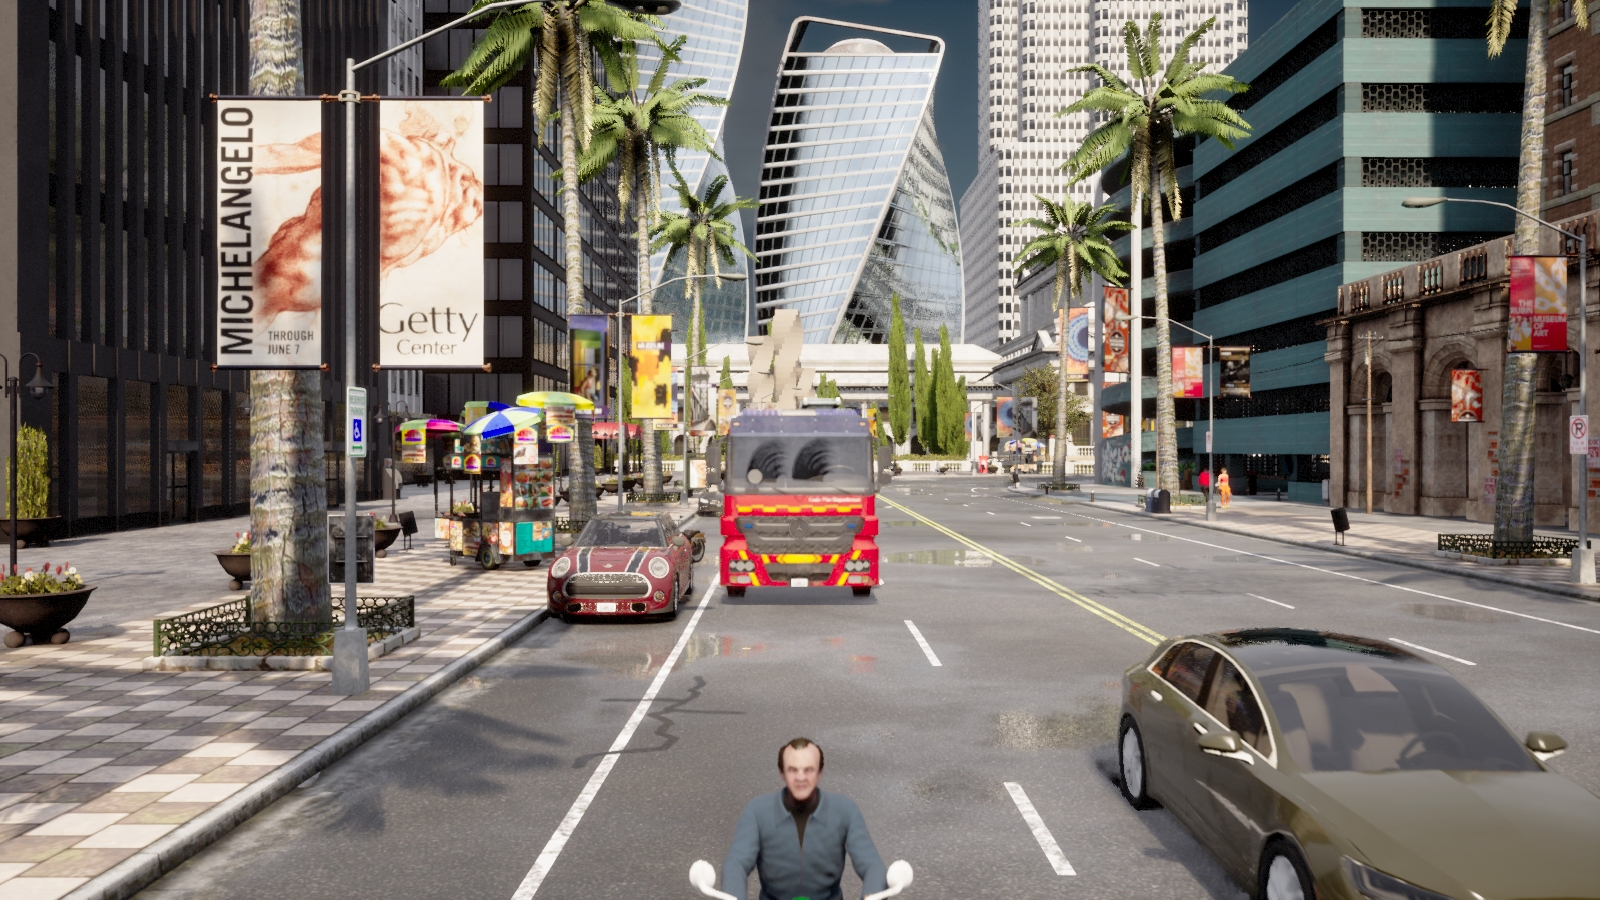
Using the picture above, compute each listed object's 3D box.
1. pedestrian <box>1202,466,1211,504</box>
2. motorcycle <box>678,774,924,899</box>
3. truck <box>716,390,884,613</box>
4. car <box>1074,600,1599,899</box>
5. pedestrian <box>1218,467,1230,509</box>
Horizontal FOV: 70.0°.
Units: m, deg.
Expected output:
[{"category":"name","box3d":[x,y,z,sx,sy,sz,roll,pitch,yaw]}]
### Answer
[{"category":"pedestrian","box3d":[19.769,1.698,55.564,0.375,1.860,0.375,0,0,7]},{"category":"motorcycle","box3d":[0.004,2.182,4.616,0.856,1.236,1.805,0,0,0]},{"category":"truck","box3d":[-0.029,0.890,23.895,2.891,3.827,8.468,0,0,0]},{"category":"car","box3d":[3.511,2.061,7.578,2.231,1.480,4.892,0,0,0]},{"category":"pedestrian","box3d":[19.013,1.696,51.276,0.375,1.860,0.375,0,0,-6]}]
